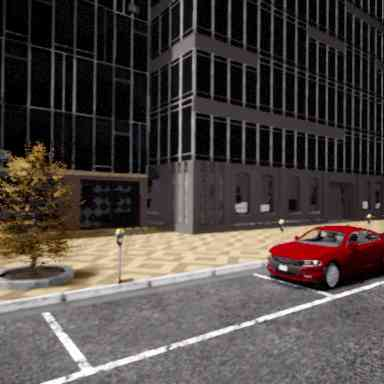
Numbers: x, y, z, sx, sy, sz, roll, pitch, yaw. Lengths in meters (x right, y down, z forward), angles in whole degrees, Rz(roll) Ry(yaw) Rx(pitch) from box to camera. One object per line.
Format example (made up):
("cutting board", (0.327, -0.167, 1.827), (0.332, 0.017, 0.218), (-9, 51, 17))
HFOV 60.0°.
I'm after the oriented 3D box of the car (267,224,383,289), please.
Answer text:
("car", (4.068, 1.638, 9.447), (4.507, 1.381, 1.887), (1, 0, -35))
